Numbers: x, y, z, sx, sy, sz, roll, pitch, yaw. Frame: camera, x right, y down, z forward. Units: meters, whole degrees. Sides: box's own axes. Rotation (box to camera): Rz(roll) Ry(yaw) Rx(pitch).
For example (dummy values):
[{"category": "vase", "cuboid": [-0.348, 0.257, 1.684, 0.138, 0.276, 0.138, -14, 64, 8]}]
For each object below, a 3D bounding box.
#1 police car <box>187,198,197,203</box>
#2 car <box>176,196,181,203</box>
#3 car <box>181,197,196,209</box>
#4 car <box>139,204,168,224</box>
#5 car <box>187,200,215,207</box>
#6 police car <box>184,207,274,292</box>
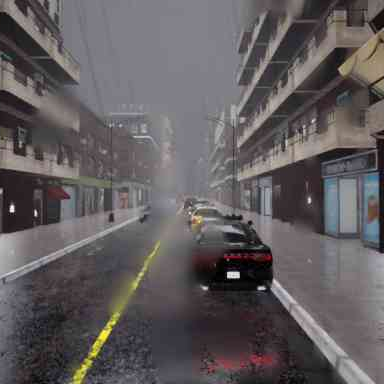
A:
[{"category": "police car", "cuboid": [0.785, 1.485, 25.141, 1.930, 1.638, 5.238, 0, 0, 0]}, {"category": "car", "cuboid": [-2.882, 1.816, 80.235, 1.812, 1.442, 4.674, 0, 0, 0]}, {"category": "car", "cuboid": [-0.050, 1.504, 47.599, 2.097, 1.767, 4.553, 0, 0, 0]}, {"category": "car", "cuboid": [-2.893, 1.611, 26.004, 2.033, 1.411, 5.357, 0, 0, 0]}, {"category": "car", "cuboid": [0.795, 1.494, 19.221, 1.801, 1.575, 5.366, 0, 0, 0]}, {"category": "police car", "cuboid": [0.812, 1.437, 9.138, 1.930, 1.638, 5.238, 0, 0, 0]}]
